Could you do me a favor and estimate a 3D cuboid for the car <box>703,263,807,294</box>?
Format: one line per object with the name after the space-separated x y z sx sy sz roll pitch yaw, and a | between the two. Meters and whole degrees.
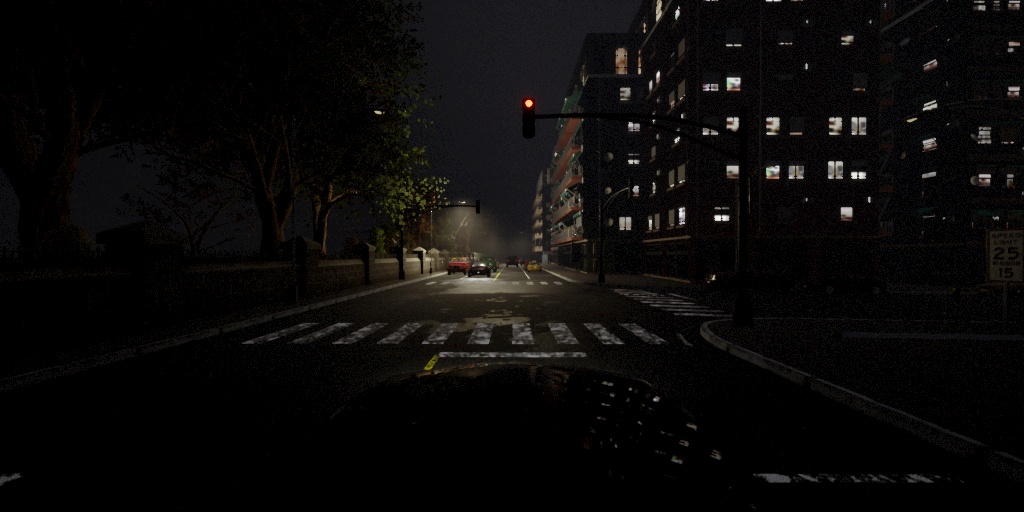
14.621 1.338 22.106 5.009 1.841 2.192 0 0 0 | car

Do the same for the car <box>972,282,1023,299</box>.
31.538 1.857 22.141 4.829 1.417 1.751 0 0 0 | car

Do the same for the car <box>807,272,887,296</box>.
20.316 1.671 22.118 4.507 1.381 1.888 0 0 0 | car

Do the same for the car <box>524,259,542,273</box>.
2.737 1.283 44.409 1.751 1.417 4.829 0 0 0 | car

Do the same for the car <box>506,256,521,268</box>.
0.068 0.993 63.637 2.150 2.045 5.566 0 0 0 | car

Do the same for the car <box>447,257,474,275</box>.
-5.649 1.070 38.713 2.192 1.841 5.009 0 0 0 | car

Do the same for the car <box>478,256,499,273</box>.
-3.055 0.980 45.262 2.150 2.045 5.566 0 0 0 | car

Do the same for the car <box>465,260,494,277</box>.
-3.064 1.317 34.685 1.994 1.385 4.181 0 0 0 | car

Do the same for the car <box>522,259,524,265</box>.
2.743 1.307 49.774 1.888 1.381 4.507 0 0 0 | car

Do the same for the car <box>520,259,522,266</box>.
2.749 1.316 55.310 2.007 1.370 4.403 0 0 0 | car
